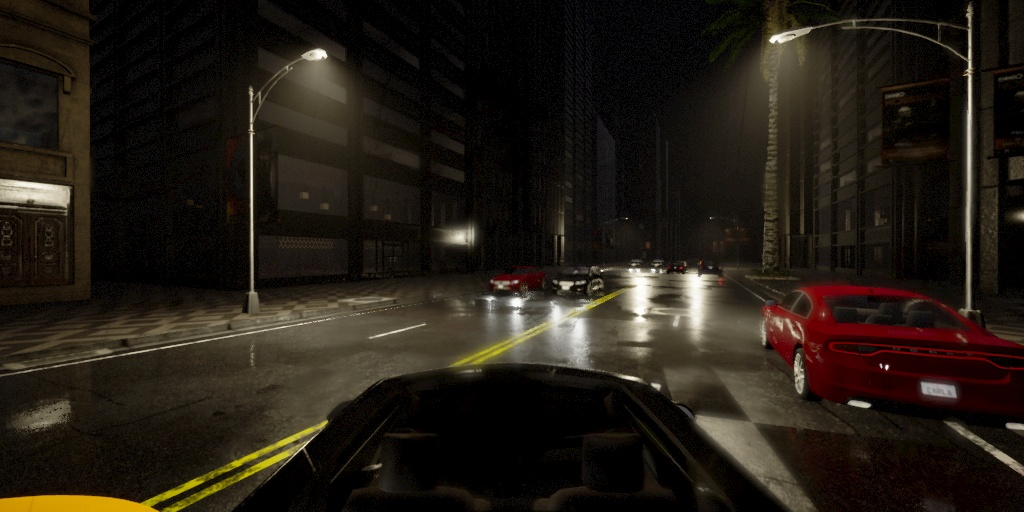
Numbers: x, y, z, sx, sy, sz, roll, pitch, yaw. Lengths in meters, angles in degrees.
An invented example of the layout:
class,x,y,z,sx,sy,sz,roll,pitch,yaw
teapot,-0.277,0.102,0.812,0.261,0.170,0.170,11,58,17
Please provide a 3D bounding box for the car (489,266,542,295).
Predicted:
class,x,y,z,sx,sy,sz,roll,pitch,yaw
car,0.487,1.278,20.106,1.812,1.442,4.674,0,0,27

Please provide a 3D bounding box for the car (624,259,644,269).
class,x,y,z,sx,sy,sz,roll,pitch,yaw
car,20.131,1.278,58.171,2.128,1.511,4.902,0,0,28

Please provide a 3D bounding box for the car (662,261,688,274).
class,x,y,z,sx,sy,sz,roll,pitch,yaw
car,18.673,1.315,40.771,2.033,1.411,5.357,0,0,27

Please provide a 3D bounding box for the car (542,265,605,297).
class,x,y,z,sx,sy,sz,roll,pitch,yaw
car,3.664,1.244,19.176,2.128,1.511,4.902,0,0,27

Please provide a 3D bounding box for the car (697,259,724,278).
class,x,y,z,sx,sy,sz,roll,pitch,yaw
car,19.310,1.116,34.948,2.097,1.767,4.553,0,0,27

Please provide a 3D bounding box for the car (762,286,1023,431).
class,x,y,z,sx,sy,sz,roll,pitch,yaw
car,5.517,1.228,5.880,1.882,1.535,5.008,0,0,27

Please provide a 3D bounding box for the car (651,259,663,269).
class,x,y,z,sx,sy,sz,roll,pitch,yaw
car,23.388,1.279,57.388,2.128,1.511,4.902,0,0,28
